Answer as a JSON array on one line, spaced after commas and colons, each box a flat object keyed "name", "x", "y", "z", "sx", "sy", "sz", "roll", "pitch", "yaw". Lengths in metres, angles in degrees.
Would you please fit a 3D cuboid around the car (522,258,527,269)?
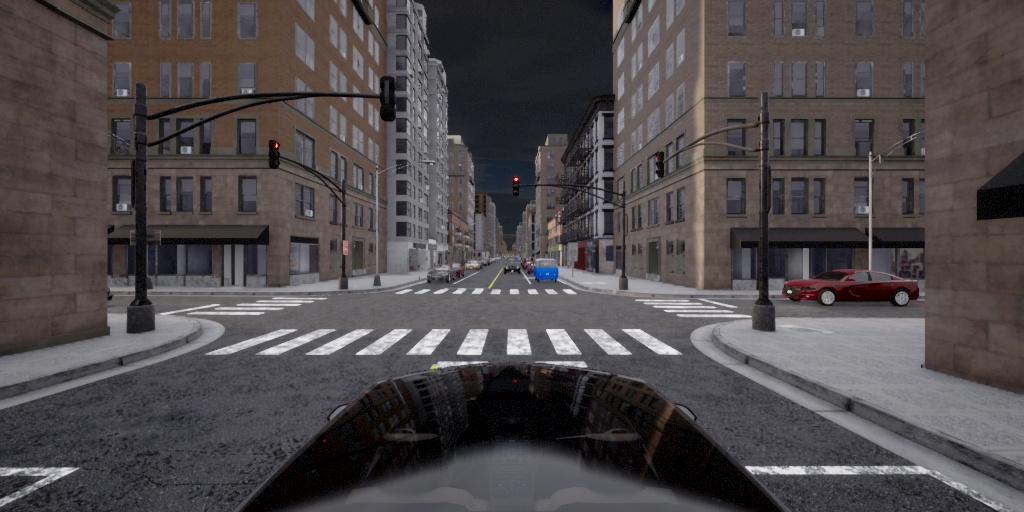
[{"name": "car", "x": 2.542, "y": 1.326, "z": 50.708, "sx": 1.802, "sy": 1.307, "sz": 4.207, "roll": 0, "pitch": 0, "yaw": 0}]

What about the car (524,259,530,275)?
[{"name": "car", "x": 2.564, "y": 1.330, "z": 39.345, "sx": 1.802, "sy": 1.307, "sz": 4.207, "roll": 0, "pitch": 0, "yaw": 0}]

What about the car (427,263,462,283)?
[{"name": "car", "x": -5.439, "y": 1.299, "z": 27.958, "sx": 2.007, "sy": 1.370, "sz": 4.403, "roll": 0, "pitch": 0, "yaw": 0}]

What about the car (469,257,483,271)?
[{"name": "car", "x": -5.483, "y": 1.269, "z": 50.516, "sx": 1.751, "sy": 1.417, "sz": 4.829, "roll": 0, "pitch": 0, "yaw": 0}]

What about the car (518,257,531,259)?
[{"name": "car", "x": 2.531, "y": 1.054, "z": 56.390, "sx": 2.192, "sy": 1.841, "sz": 5.009, "roll": 0, "pitch": 0, "yaw": 0}]

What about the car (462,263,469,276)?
[{"name": "car", "x": -5.450, "y": 1.293, "z": 33.640, "sx": 1.888, "sy": 1.381, "sz": 4.507, "roll": 0, "pitch": 0, "yaw": 0}]

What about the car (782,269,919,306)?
[{"name": "car", "x": 14.788, "y": 1.326, "z": 15.848, "sx": 5.008, "sy": 1.535, "sz": 1.882, "roll": 0, "pitch": 0, "yaw": 1}]

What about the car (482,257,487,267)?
[{"name": "car", "x": -5.494, "y": 1.305, "z": 56.368, "sx": 1.948, "sy": 1.339, "sz": 4.313, "roll": 0, "pitch": 0, "yaw": 0}]

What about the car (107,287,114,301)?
[{"name": "car", "x": -17.752, "y": 1.198, "z": 12.787, "sx": 5.357, "sy": 1.411, "sz": 2.033, "roll": 0, "pitch": 0, "yaw": 0}]

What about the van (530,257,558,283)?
[{"name": "van", "x": 2.586, "y": 1.089, "z": 27.982, "sx": 1.690, "sy": 1.789, "sz": 3.998, "roll": 0, "pitch": 0, "yaw": 0}]

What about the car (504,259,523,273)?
[{"name": "car", "x": 0.019, "y": 1.348, "z": 42.548, "sx": 1.895, "sy": 1.301, "sz": 4.718, "roll": 0, "pitch": 0, "yaw": 0}]
